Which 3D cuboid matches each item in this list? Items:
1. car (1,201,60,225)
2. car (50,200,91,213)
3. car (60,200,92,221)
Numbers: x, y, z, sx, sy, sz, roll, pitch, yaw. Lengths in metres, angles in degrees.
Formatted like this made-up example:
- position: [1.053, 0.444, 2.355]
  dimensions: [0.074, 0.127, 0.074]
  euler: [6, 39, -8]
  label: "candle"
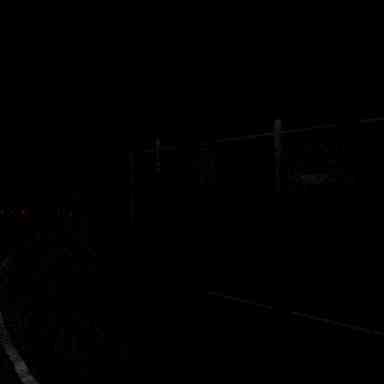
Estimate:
- position: [-12.780, 1.519, 26.246]
  dimensions: [2.097, 1.767, 4.553]
  euler: [-1, 0, 6]
  label: "car"
- position: [-15.508, 1.771, 42.928]
  dimensions: [2.033, 1.411, 5.357]
  euler: [-1, 0, 19]
  label: "car"
- position: [-8.901, 1.592, 28.193]
  dimensions: [1.882, 1.535, 5.008]
  euler: [-1, 0, 12]
  label: "car"
